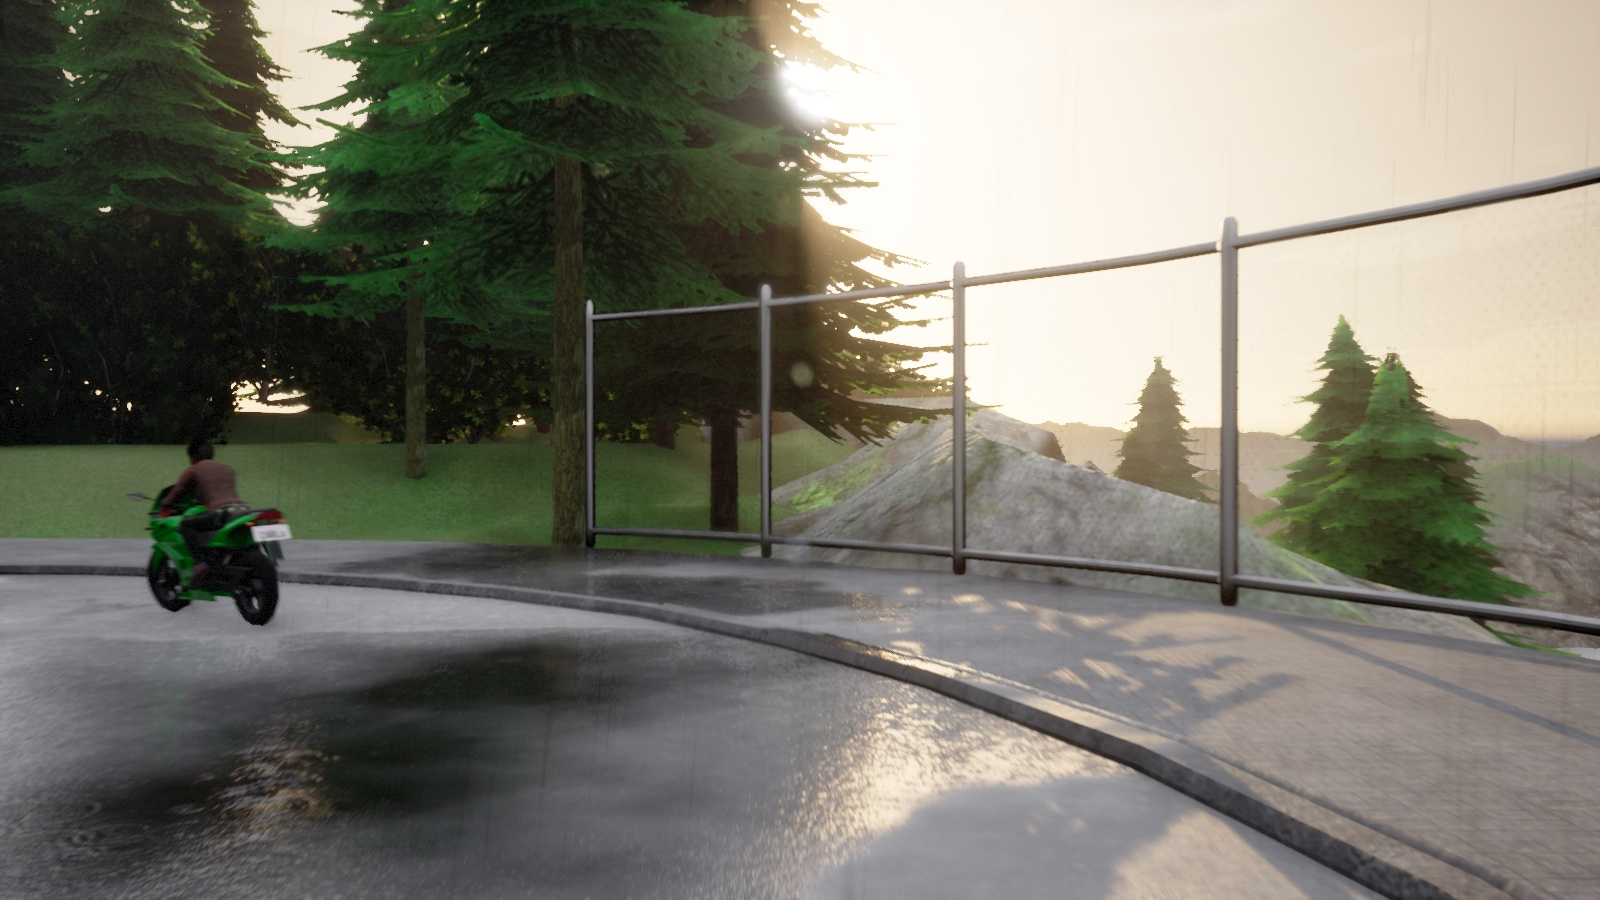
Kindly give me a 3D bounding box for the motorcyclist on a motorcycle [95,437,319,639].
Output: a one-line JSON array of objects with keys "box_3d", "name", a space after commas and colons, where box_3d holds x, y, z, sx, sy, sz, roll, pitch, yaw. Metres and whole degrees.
[{"box_3d": [-5.002, 0.668, 10.538, 2.044, 1.523, 0.797, 0, 2, 37], "name": "motorcyclist on a motorcycle"}]
